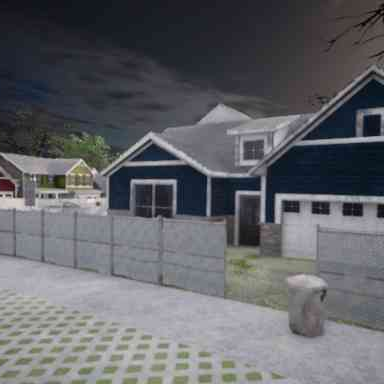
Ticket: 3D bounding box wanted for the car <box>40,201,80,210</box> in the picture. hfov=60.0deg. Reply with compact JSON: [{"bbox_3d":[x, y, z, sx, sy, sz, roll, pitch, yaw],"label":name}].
[{"bbox_3d":[-13.107,1.672,33.421,1.812,1.442,4.674,1,0,19],"label":"car"}]
